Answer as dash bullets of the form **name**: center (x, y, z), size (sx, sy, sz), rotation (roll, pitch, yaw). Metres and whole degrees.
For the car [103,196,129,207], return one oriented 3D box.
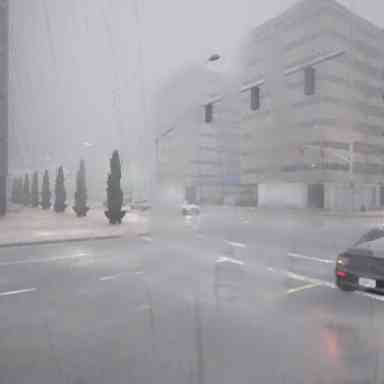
- **car**: center (-11.884, 1.435, 50.762), size (2.097, 1.767, 4.553), rotation (0, 0, -36)

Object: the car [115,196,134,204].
- **car**: center (-13.335, 1.618, 65.331), size (1.837, 1.490, 4.892), rotation (0, 0, -35)

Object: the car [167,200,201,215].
- **car**: center (-0.927, 1.607, 35.037), size (1.812, 1.442, 4.674), rotation (0, 0, -35)

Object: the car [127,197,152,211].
- **car**: center (-6.124, 1.683, 42.483), size (1.895, 1.301, 4.718), rotation (0, 0, -35)

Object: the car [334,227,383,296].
- **car**: center (5.033, 1.561, 7.852), size (4.674, 1.442, 1.812), rotation (0, 0, -42)

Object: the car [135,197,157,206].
- **car**: center (-8.068, 1.638, 57.843), size (1.812, 1.442, 4.674), rotation (0, 0, -35)
